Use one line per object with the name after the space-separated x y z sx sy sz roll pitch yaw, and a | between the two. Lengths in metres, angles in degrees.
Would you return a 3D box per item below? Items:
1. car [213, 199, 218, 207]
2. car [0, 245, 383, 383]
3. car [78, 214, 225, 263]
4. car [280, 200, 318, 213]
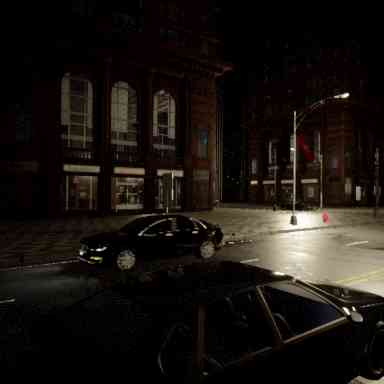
1.912 1.497 55.361 2.150 2.045 5.566 1 -1 -35 | car
0.394 1.548 3.723 5.357 1.411 2.033 0 0 -36 | car
-1.149 1.508 10.828 4.892 1.490 1.837 1 0 -35 | car
12.777 1.716 40.013 1.812 1.442 4.674 1 -1 -35 | car
